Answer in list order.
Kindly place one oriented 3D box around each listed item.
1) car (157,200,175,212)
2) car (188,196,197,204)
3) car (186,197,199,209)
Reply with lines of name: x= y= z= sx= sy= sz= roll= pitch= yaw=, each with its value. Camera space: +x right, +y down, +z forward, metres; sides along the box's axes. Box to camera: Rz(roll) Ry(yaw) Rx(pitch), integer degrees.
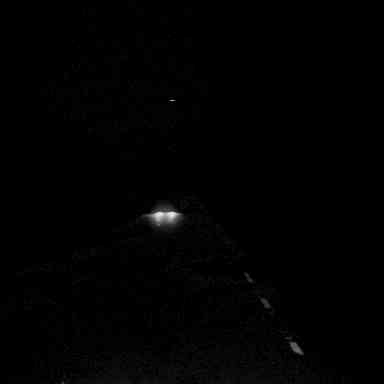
car: x=-3.114 y=1.693 z=40.606 sx=1.895 sy=1.301 sz=4.718 roll=0 pitch=0 yaw=0
car: x=0.066 y=1.666 z=68.913 sx=1.882 sy=1.535 sz=5.008 roll=0 pitch=0 yaw=0
car: x=0.075 y=1.661 z=47.671 sx=2.033 sy=1.411 sz=5.357 roll=0 pitch=0 yaw=0
